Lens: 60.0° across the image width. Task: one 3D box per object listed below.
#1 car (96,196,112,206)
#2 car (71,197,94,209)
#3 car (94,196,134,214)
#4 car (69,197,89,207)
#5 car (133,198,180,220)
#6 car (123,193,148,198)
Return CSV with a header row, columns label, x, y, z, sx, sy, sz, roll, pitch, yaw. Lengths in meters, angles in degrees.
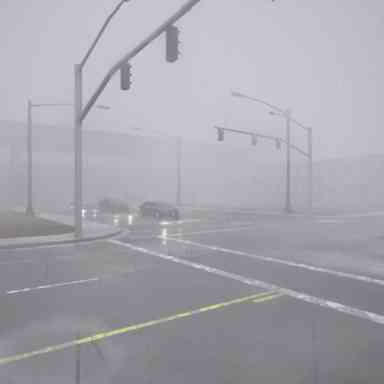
label,x,y,z,sx,sy,sz,roll,pitch,yaw
car,-15.001,1.526,57.111,1.812,1.442,4.674,0,0,-3
car,-14.279,1.526,44.276,1.812,1.442,4.674,0,0,-32
car,-8.481,1.478,35.987,1.882,1.535,5.008,0,0,-36
car,-18.322,1.547,54.154,2.033,1.411,5.357,0,0,-8
car,-2.903,1.505,28.414,1.837,1.490,4.892,0,0,-36
car,-12.206,1.223,69.422,2.150,2.045,5.566,0,0,30
